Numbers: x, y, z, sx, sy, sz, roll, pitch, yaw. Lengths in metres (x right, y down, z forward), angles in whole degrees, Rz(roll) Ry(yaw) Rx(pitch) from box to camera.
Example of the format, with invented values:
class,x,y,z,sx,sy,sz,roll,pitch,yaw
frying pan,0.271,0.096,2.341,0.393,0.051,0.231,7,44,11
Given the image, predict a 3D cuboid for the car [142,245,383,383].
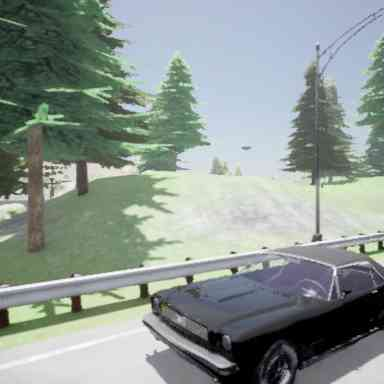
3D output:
class,x,y,z,sx,sy,sz,roll,pitch,yaw
car,1.671,1.605,5.188,4.718,1.301,1.895,0,0,-36
